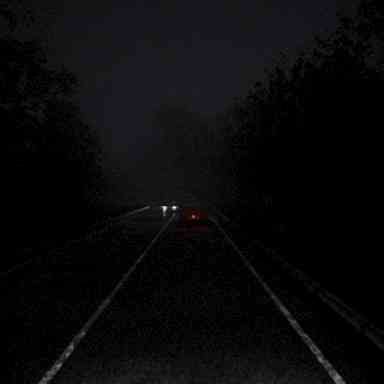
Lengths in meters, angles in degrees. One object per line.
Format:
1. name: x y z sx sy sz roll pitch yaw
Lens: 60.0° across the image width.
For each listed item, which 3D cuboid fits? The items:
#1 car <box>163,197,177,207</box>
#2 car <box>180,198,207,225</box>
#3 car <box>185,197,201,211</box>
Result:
1. car: -3.481 1.509 52.815 1.837 1.490 4.892 0 0 0
2. car: 0.102 1.480 24.469 1.882 1.535 5.008 0 0 0
3. car: 0.106 1.481 42.222 1.882 1.535 5.008 0 0 0
